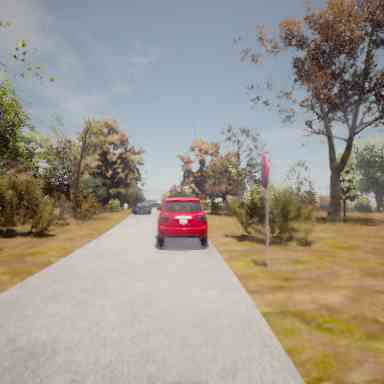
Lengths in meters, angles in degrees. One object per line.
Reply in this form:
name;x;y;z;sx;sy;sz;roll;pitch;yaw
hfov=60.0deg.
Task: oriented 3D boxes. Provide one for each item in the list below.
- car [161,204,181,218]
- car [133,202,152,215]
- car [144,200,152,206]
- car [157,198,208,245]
car;-2.230;1.882;34.204;1.895;1.301;4.718;0;-1;-6
car;-5.640;1.898;38.097;1.994;1.385;4.181;0;-1;-7
car;-10.324;2.575;78.374;1.994;1.385;4.181;0;-2;-7
car;-0.516;1.296;16.007;2.150;2.045;5.566;0;-1;-4
